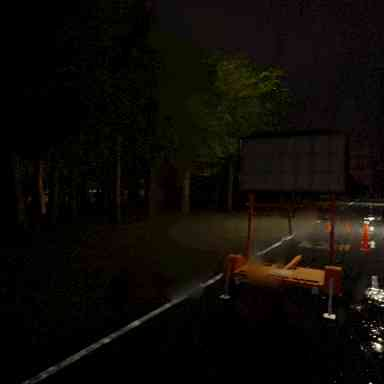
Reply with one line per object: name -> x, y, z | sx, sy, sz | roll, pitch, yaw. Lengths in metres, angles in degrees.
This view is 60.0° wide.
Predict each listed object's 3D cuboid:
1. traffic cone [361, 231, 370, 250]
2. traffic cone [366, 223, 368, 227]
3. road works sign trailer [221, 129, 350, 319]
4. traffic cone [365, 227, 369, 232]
traffic cone -> 6.846, 1.974, 13.103 | 0.340, 0.580, 0.340 | 2, 1, 28
traffic cone -> 8.734, 1.984, 16.630 | 0.340, 0.580, 0.340 | 2, 1, 28
road works sign trailer -> 2.264, 0.432, 7.620 | 2.380, 3.560, 2.880 | 2, 1, 28
traffic cone -> 7.790, 1.979, 14.867 | 0.340, 0.580, 0.340 | 2, 1, 28
